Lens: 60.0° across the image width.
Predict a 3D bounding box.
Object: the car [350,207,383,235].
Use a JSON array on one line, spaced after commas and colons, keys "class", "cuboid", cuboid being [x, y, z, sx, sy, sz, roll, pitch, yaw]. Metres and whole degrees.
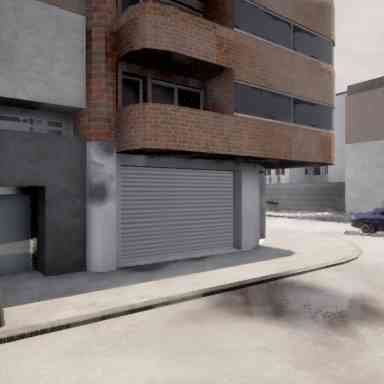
[{"class": "car", "cuboid": [10.777, 1.526, 17.249, 4.674, 1.442, 1.812, 0, 1, 37]}]
